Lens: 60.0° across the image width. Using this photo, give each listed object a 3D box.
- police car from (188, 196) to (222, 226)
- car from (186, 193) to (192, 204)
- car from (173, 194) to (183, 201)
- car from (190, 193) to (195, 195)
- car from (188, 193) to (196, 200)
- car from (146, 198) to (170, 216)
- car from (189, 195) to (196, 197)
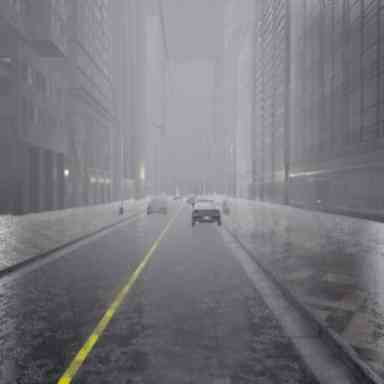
[{"bbox_3d":[0.896,1.328,22.545,1.930,1.638,5.238,0,0,0],"label":"police car"},{"bbox_3d":[-0.009,1.351,58.691,1.895,1.301,4.718,0,0,0],"label":"car"},{"bbox_3d":[-3.011,1.122,71.800,1.882,1.535,5.008,0,0,0],"label":"car"},{"bbox_3d":[0.893,1.290,38.626,1.801,1.575,5.366,0,0,0],"label":"car"},{"bbox_3d":[-0.012,1.052,73.660,1.812,1.442,4.674,0,0,0],"label":"car"},{"bbox_3d":[-3.097,1.372,31.036,1.837,1.490,4.892,0,0,0],"label":"car"},{"bbox_3d":[0.894,1.338,32.436,1.882,1.535,5.008,0,0,0],"label":"car"}]
